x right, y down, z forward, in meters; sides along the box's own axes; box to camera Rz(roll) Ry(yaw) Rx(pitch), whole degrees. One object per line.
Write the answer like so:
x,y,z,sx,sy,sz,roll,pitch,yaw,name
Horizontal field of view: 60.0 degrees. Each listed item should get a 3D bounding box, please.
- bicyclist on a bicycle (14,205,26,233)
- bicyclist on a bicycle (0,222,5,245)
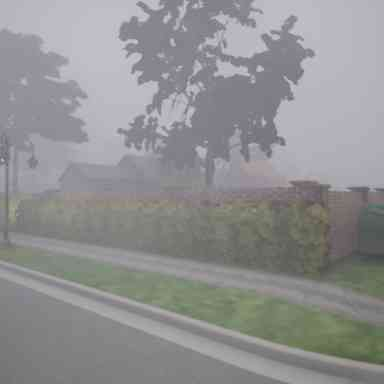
-10.346,1.609,19.912,0.582,1.620,1.656,1,-1,-41,bicyclist on a bicycle
-8.723,1.520,14.054,0.582,1.620,1.656,-1,-1,35,bicyclist on a bicycle
